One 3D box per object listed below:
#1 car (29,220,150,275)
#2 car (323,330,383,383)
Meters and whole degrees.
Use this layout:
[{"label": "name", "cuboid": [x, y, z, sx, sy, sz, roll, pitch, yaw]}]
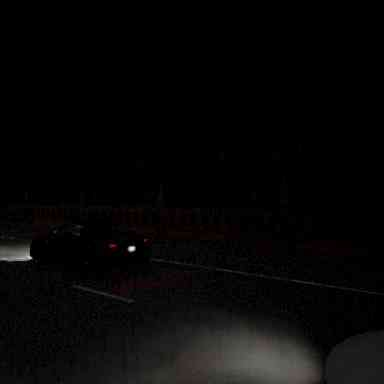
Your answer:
[{"label": "car", "cuboid": [-3.349, 1.604, 10.675, 4.181, 1.385, 1.994, 0, 0, 35]}, {"label": "car", "cuboid": [3.156, 1.518, 1.740, 4.674, 1.442, 1.812, 0, 0, 36]}]
